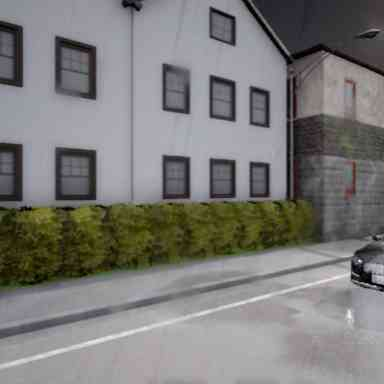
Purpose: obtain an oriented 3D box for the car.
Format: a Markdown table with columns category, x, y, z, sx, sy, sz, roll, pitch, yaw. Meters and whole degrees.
| category | x | y | z | sx | sy | sz | roll | pitch | yaw |
| --- | --- | --- | --- | --- | --- | --- | --- | --- | --- |
| car | 5.775 | 1.489 | 8.042 | 4.902 | 1.511 | 2.128 | 0 | 0 | -35 |
